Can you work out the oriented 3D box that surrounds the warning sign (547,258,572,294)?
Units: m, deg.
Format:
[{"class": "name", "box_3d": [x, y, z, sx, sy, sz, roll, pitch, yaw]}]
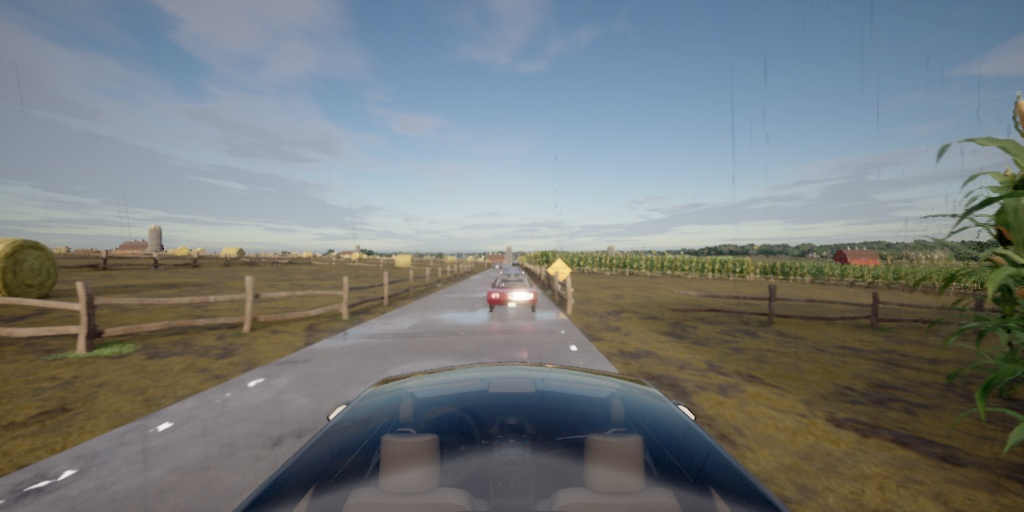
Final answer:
[{"class": "warning sign", "box_3d": [2.462, 1.043, 18.852, 1.300, 1.860, 1.060, 0, 0, 0]}]

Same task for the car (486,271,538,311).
[{"class": "car", "box_3d": [0.029, 1.488, 15.096, 1.895, 1.301, 4.718, 0, -1, 1]}]

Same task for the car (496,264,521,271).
[{"class": "car", "box_3d": [0.032, 1.592, 29.363, 2.033, 1.411, 5.357, 0, -1, 0]}]
